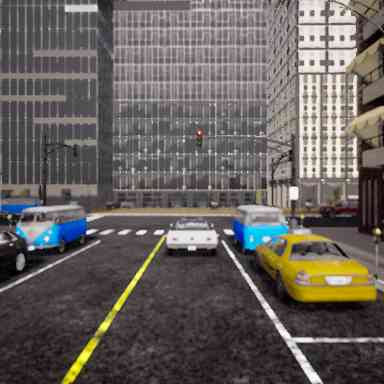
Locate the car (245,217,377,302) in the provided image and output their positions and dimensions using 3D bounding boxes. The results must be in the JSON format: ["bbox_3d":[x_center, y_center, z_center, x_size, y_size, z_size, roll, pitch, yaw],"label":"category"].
[{"bbox_3d":[2.678,1.605,8.385,1.752,1.417,4.829,-1,-1,0],"label":"car"}]

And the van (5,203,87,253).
[{"bbox_3d":[-5.705,1.472,13.846,1.690,1.788,3.998,-1,-1,0],"label":"van"}]

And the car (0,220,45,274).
[{"bbox_3d":[-5.702,1.629,8.242,2.008,1.369,4.403,-1,-1,0],"label":"car"}]

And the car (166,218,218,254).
[{"bbox_3d":[-0.008,1.734,14.101,1.895,1.301,4.718,0,0,0],"label":"car"}]

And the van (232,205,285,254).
[{"bbox_3d":[2.675,1.472,13.818,1.690,1.788,3.998,-1,-1,0],"label":"van"}]

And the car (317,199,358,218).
[{"bbox_3d":[15.233,1.657,33.149,5.009,1.841,2.192,0,0,0],"label":"car"}]

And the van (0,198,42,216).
[{"bbox_3d":[-17.156,1.521,33.339,3.998,1.788,1.690,0,0,0],"label":"van"}]
